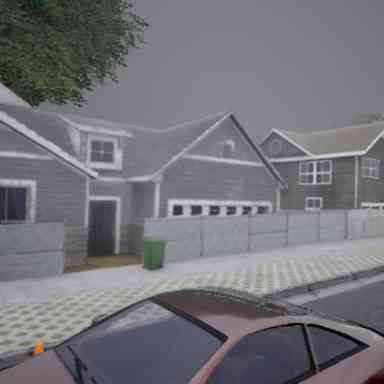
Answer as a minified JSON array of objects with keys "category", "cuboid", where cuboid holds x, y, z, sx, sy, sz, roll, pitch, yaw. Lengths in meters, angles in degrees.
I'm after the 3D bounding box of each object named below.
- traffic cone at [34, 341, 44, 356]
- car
[{"category":"traffic cone","cuboid":[-1.712,1.965,3.721,0.340,0.580,0.340,1,-1,-35]},{"category":"car","cuboid":[-0.006,1.583,2.613,4.181,1.385,1.994,1,-1,-36]}]
